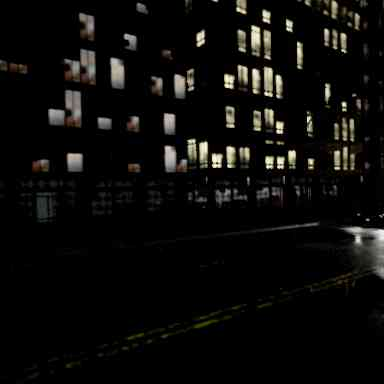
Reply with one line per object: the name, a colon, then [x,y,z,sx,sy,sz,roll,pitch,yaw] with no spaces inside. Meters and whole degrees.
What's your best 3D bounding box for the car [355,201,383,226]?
car: [11.767,1.254,20.048,4.674,1.442,1.812,-1,1,-35]
